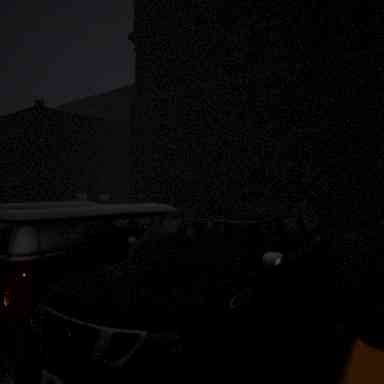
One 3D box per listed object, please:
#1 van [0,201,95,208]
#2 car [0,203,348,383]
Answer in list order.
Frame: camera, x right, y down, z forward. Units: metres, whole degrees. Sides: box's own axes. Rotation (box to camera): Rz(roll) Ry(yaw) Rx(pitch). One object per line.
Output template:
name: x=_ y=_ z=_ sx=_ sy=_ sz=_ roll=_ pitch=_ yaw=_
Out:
van: x=-1.812 y=1.250 z=6.791 sx=1.878 sy=1.987 sz=4.442 roll=0 pitch=0 yaw=36
car: x=0.462 y=1.228 z=4.988 sx=2.435 sy=2.045 sz=5.566 roll=0 pitch=0 yaw=36
